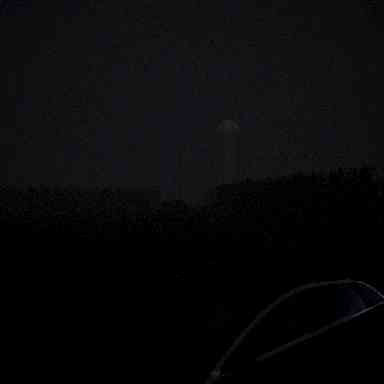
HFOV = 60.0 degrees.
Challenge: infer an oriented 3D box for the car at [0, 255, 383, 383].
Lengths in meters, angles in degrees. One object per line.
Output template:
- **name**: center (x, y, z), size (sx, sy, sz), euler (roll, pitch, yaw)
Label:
- **car**: center (0.478, 1.503, 3.343), size (4.902, 1.511, 2.128), euler (0, 0, -35)
